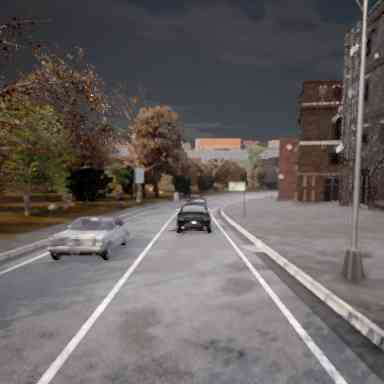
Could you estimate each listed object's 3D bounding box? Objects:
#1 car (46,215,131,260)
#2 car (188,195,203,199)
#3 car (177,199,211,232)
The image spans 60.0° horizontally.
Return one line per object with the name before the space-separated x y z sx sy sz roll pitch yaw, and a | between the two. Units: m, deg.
car | -3.594 1.577 12.403 1.895 1.301 4.718 0 0 0
car | 0.854 1.434 38.233 1.812 1.442 4.674 0 1 5
car | 0.110 1.432 19.900 1.882 1.535 5.008 0 0 0
